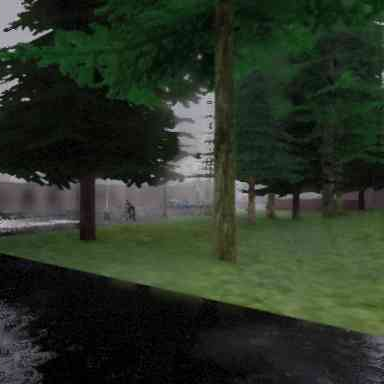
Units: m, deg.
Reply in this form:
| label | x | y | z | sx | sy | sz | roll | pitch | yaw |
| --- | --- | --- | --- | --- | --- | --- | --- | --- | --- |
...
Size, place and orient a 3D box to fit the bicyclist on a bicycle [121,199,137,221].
| label | x | y | z | sx | sy | sz | roll | pitch | yaw |
| --- | --- | --- | --- | --- | --- | --- | --- | --- | --- |
| bicyclist on a bicycle | -4.808 | 1.375 | 25.279 | 1.656 | 1.620 | 0.582 | 0 | 0 | 36 |

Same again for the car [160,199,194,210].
| label | x | y | z | sx | sy | sz | roll | pitch | yaw |
| --- | --- | --- | --- | --- | --- | --- | --- | --- | --- |
| car | -1.867 | 1.584 | 43.790 | 2.033 | 1.411 | 5.357 | 0 | 0 | 36 |
